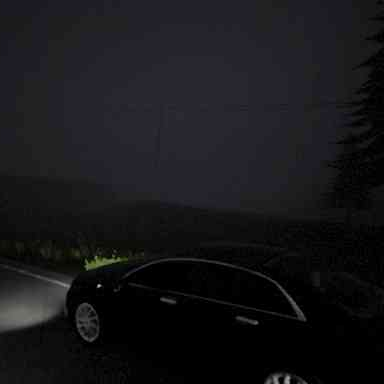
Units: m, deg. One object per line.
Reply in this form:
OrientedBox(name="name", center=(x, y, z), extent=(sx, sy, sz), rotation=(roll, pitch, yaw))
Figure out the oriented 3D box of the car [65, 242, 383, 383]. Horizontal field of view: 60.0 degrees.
OrientedBox(name="car", center=(0.268, 1.456, 4.490), extent=(4.892, 1.490, 1.837), rotation=(2, 1, 36))
